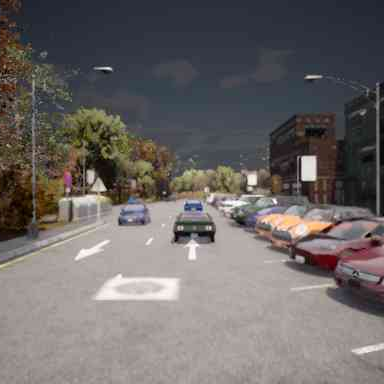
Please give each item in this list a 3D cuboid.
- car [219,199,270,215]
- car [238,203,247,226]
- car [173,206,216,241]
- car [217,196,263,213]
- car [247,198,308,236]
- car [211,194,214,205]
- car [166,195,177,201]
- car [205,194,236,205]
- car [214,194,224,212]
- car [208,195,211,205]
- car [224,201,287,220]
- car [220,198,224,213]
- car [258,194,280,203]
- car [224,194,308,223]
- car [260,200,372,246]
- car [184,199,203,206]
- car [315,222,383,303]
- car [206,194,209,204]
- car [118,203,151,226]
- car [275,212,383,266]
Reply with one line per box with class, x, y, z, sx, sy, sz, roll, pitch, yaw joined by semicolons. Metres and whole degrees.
car;5.375;1.552;34.175;4.792;1.488;2.163;1;0;-20
car;5.339;1.534;19.180;4.674;1.452;2.002;1;0;-20
car;0.117;1.606;16.683;1.895;1.301;4.718;0;0;0
car;5.380;1.405;37.189;4.553;1.767;2.185;1;0;-20
car;5.366;1.365;16.184;4.553;1.767;2.185;1;0;-20
car;5.474;1.436;46.207;4.553;1.767;2.185;1;0;-20
car;-3.951;1.361;64.909;1.837;1.490;4.892;0;0;0
car;5.475;1.376;64.248;5.566;2.045;2.435;1;0;-20
car;5.366;1.263;31.175;5.566;2.045;2.435;1;0;-20
car;5.439;1.571;49.210;5.008;1.535;2.097;1;0;-20
car;5.348;1.538;28.173;4.792;1.488;2.163;1;0;-20
car;5.191;1.497;25.116;5.366;1.575;1.946;1;0;-20
car;18.456;1.445;80.227;2.435;2.045;5.566;0;0;-21
car;5.344;1.246;22.159;5.566;2.045;2.435;1;0;-20
car;5.356;1.363;13.182;4.553;1.767;2.185;1;0;-20
car;0.150;1.516;34.861;1.882;1.535;5.008;0;0;0
car;5.312;1.526;7.171;4.674;1.452;2.002;1;0;-20
car;5.280;1.599;58.154;5.366;1.575;1.946;1;0;-20
car;-3.987;1.539;23.645;1.812;1.442;4.674;0;0;0
car;5.288;1.516;10.162;4.792;1.488;2.163;1;0;-20
